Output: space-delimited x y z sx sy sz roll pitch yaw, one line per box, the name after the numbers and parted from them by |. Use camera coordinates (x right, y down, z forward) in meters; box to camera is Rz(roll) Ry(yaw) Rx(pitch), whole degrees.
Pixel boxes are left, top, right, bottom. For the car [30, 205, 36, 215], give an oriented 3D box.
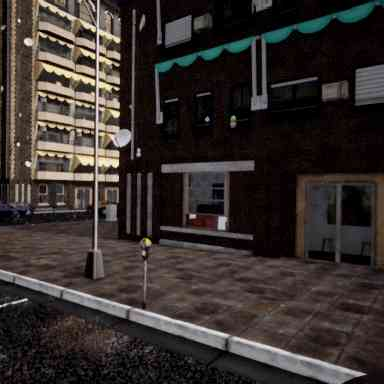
-17.466 1.622 32.144 2.008 1.369 4.403 1 0 36 | car

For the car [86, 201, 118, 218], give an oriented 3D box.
-7.443 1.822 31.616 1.947 1.339 4.313 1 0 36 | car

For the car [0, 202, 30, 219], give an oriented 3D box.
-16.908 1.694 28.496 1.895 1.301 4.718 1 0 36 | car

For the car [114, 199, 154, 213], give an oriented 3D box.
-7.188 1.706 41.706 1.882 1.535 5.008 1 0 36 | car

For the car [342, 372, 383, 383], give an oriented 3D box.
2.655 1.551 1.120 4.403 1.369 2.008 0 1 36 | car
